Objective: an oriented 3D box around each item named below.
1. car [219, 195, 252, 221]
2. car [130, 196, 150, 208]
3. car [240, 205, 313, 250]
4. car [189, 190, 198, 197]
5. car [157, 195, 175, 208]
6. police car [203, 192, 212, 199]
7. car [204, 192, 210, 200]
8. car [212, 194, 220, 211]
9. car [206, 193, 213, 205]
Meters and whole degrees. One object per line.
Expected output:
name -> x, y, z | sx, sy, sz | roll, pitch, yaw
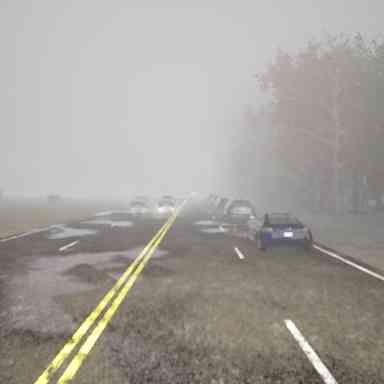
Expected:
car -> 3.383, 1.223, 24.600 | 2.033, 1.649, 4.856 | 1, -1, 0
car -> -6.360, 1.157, 41.563 | 2.033, 1.411, 5.357 | 0, 0, 1
car -> 3.412, 1.463, 13.772 | 1.994, 1.385, 4.181 | -1, 0, 0
car -> 0.514, 0.376, 89.215 | 2.150, 2.045, 5.566 | 0, 0, 0
car -> -3.113, 1.160, 41.698 | 1.812, 1.442, 4.674 | 0, 0, 1
police car -> 3.723, 0.780, 79.707 | 1.930, 1.638, 5.238 | 1, -1, 0
car -> 3.559, 1.019, 57.590 | 1.882, 1.535, 5.008 | -1, 0, 0
car -> 3.445, 1.236, 35.583 | 1.812, 1.442, 4.674 | 1, 2, 0
car -> 3.515, 1.162, 46.597 | 2.033, 1.411, 5.357 | 1, -1, 0
